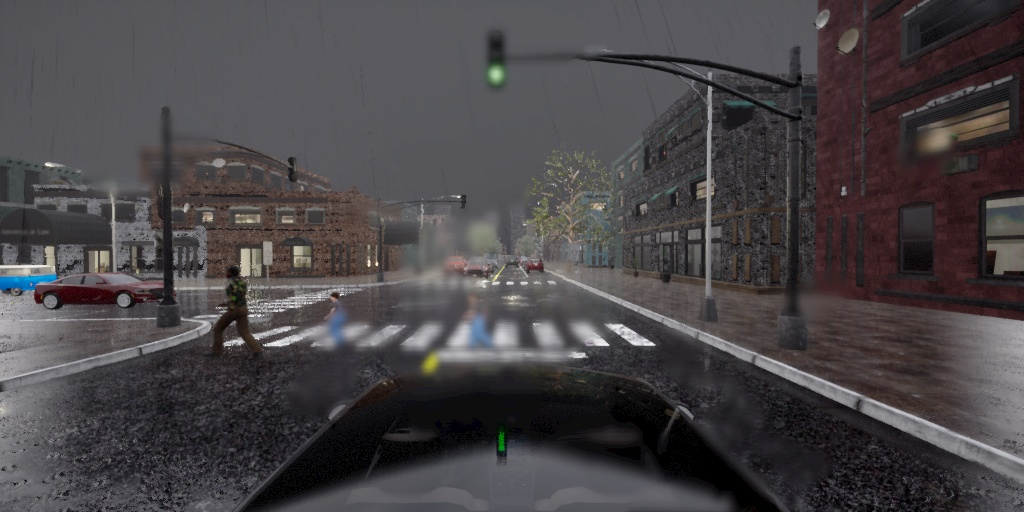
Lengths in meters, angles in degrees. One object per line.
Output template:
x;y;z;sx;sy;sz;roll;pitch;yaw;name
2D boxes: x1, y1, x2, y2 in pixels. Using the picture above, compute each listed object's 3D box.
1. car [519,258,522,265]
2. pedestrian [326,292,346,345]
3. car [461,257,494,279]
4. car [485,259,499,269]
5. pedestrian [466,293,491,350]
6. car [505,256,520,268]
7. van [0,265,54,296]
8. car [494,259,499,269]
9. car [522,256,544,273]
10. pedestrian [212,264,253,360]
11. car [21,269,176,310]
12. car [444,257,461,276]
2.705;1.286;59.224;2.007;1.370;4.403;0;0;0;car
-3.910;1.342;8.141;0.375;1.300;0.375;-1;1;0;pedestrian
-3.090;1.095;32.685;2.097;1.767;4.553;0;0;0;car
-3.077;1.241;55.522;1.837;1.490;4.892;0;0;0;car
-0.716;1.323;7.679;0.375;1.300;0.375;-1;1;0;pedestrian
0.010;0.956;62.650;2.150;2.045;5.566;0;0;0;car
-30.293;1.457;21.737;3.998;1.789;1.690;0;0;-1;van
-3.088;1.232;42.841;2.128;1.511;4.902;0;0;0;car
2.702;1.055;42.592;2.192;1.841;5.009;0;0;0;car
-5.284;1.043;6.784;0.375;1.860;0.375;-1;1;0;pedestrian
-18.057;1.475;16.071;5.008;1.535;1.882;-1;1;-1;car
-5.680;1.056;37.050;2.192;1.841;5.009;0;0;0;car
